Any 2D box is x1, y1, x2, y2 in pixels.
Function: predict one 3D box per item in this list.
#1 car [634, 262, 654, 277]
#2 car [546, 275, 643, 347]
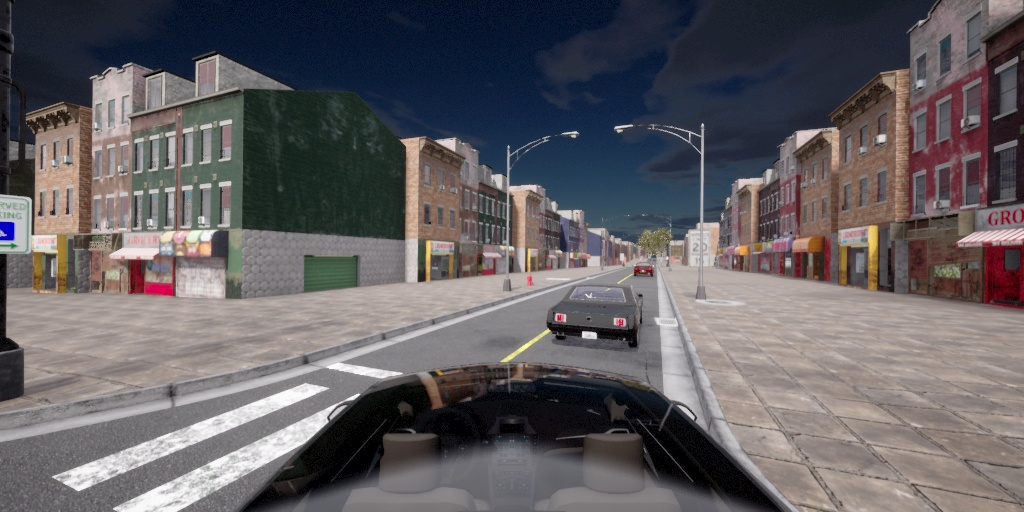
[{"bbox_3d":[14.301,1.393,38.841,1.882,1.535,5.008,1,0,22],"label":"car"},{"bbox_3d":[2.431,1.345,9.442,1.895,1.301,4.718,1,0,22],"label":"car"}]
